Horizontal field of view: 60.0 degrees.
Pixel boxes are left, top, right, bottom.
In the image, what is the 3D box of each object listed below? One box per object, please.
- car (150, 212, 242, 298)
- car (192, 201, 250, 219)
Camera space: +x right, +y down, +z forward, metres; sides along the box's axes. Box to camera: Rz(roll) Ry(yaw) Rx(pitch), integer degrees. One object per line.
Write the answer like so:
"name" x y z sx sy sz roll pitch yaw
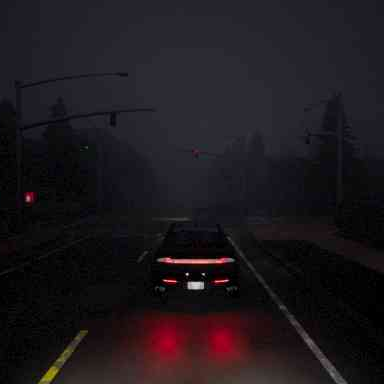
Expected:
"car" 0.091 1.492 8.487 2.128 1.511 4.902 0 0 1
"car" 2.422 1.498 27.868 4.892 1.490 1.837 0 0 -4
